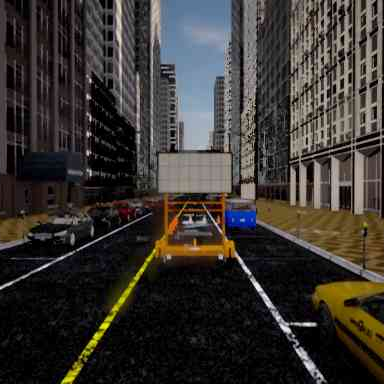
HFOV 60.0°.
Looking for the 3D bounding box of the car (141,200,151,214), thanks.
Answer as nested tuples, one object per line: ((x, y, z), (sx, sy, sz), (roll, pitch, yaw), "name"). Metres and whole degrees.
((-5.477, 1.529, 31.728), (2.008, 1.369, 4.403), (-1, 0, 0), "car")

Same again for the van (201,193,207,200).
((3.338, 1.274, 94.188), (1.690, 1.788, 3.998), (-1, 0, 0), "van")

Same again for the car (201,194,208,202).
((3.102, 1.509, 60.087), (2.008, 1.369, 4.403), (-1, 0, 0), "car")

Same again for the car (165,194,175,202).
((-5.161, 1.386, 77.196), (1.967, 1.590, 4.097), (-1, 0, 0), "car")

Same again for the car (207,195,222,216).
((2.901, 1.294, 31.670), (2.192, 1.841, 5.009), (-1, 0, 0), "car")

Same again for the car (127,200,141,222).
((-5.516, 1.527, 26.045), (1.887, 1.381, 4.507), (-1, 0, 0), "car")

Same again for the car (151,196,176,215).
((-2.766, 1.455, 33.470), (1.882, 1.535, 5.008), (0, 0, 0), "car")

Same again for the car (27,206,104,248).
((-5.596, 1.541, 14.678), (2.008, 1.369, 4.403), (-1, 0, 0), "car")

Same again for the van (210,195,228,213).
((2.941, 1.316, 37.353), (1.690, 1.788, 3.998), (-1, 0, 0), "van")

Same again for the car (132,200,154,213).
((-5.437, 1.557, 37.412), (1.802, 1.307, 4.206), (-1, 0, 0), "car")

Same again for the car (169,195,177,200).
((-5.081, 1.463, 88.393), (1.752, 1.417, 4.829), (-1, 0, 0), "car")

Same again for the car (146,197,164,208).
((-5.358, 1.518, 48.779), (2.008, 1.369, 4.403), (-1, 0, 0), "car")

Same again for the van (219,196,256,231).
((2.822, 1.327, 20.303), (1.690, 1.788, 3.998), (-1, 0, 0), "van")

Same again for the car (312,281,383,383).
((2.707, 1.523, 3.422), (1.752, 1.417, 4.829), (-1, 0, 0), "car")

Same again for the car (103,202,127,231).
((-5.556, 1.552, 20.361), (1.947, 1.339, 4.313), (-1, 0, 0), "car")

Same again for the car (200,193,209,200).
((3.298, 1.252, 88.505), (2.192, 1.841, 5.009), (-1, 0, 0), "car")

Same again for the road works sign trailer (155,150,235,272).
((0.093, 0.457, 10.701), (2.380, 3.560, 2.880), (0, 0, 1), "road works sign trailer")
